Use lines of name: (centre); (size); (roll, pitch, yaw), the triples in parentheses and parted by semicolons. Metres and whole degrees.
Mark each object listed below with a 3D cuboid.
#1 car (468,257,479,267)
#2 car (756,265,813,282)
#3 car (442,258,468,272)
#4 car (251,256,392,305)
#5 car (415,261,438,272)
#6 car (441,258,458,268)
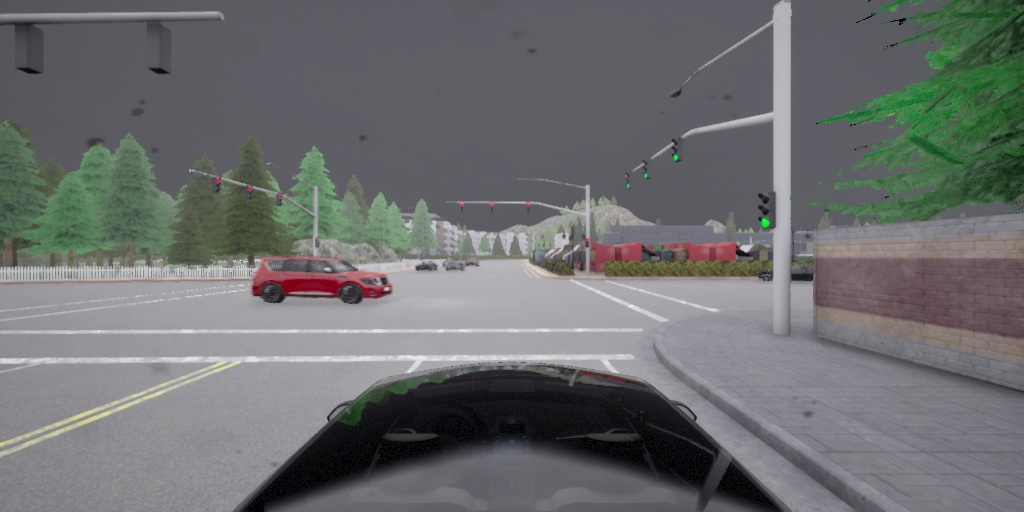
car: (-7.047, 1.027, 63.821); (2.097, 1.767, 4.553); (0, 0, 1)
car: (20.179, 1.267, 25.414); (4.718, 1.301, 1.895); (0, 0, 0)
car: (-7.087, 1.262, 44.970); (1.994, 1.385, 4.181); (0, 0, 0)
car: (-8.113, 1.048, 15.458); (5.566, 2.045, 2.150); (0, -1, 4)
car: (-10.589, 1.300, 44.569); (1.895, 1.301, 4.718); (0, 0, 0)
car: (-10.562, 1.171, 60.984); (2.128, 1.511, 4.902); (0, 0, 1)
